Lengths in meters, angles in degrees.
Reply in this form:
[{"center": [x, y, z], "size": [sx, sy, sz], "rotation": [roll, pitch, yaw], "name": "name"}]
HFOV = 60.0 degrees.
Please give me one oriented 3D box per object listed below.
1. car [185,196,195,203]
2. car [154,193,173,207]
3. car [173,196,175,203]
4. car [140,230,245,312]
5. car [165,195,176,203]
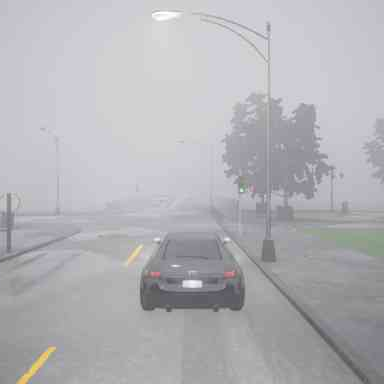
[{"center": [-0.441, 1.478, 69.763], "size": [1.882, 1.535, 5.008], "rotation": [0, 0, 0], "name": "car"}, {"center": [-4.495, 1.221, 50.995], "size": [2.150, 2.045, 5.566], "rotation": [0, 0, -1], "name": "car"}, {"center": [-4.537, 1.547, 61.247], "size": [2.033, 1.411, 5.357], "rotation": [0, 0, 0], "name": "car"}, {"center": [0.004, 1.564, 7.779], "size": [1.994, 1.385, 4.181], "rotation": [0, 0, 0], "name": "car"}, {"center": [-4.554, 1.525, 71.489], "size": [2.128, 1.511, 4.902], "rotation": [0, 0, 0], "name": "car"}]
